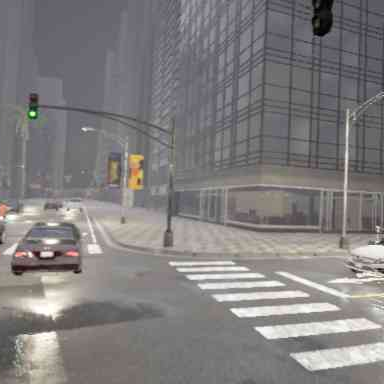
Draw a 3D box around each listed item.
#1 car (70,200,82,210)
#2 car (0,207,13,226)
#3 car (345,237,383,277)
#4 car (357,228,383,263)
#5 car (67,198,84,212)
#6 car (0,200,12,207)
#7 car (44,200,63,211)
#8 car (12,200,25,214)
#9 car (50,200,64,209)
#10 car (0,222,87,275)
[{"bbox_3d":[-20.944,2.293,60.140,1.882,1.535,5.008,3,-2,-18],"label":"car"},{"bbox_3d":[-8.536,1.500,12.794,1.837,1.490,4.892,3,-1,-18],"label":"car"},{"bbox_3d":[7.503,2.167,11.341,4.674,1.442,1.812,3,-2,-19],"label":"car"},{"bbox_3d":[9.979,2.432,15.125,4.313,1.339,1.947,3,-2,-19],"label":"car"},{"bbox_3d":[-17.598,1.887,50.109,2.150,2.045,5.566,3,-2,-18],"label":"car"},{"bbox_3d":[-17.367,1.385,28.571,2.097,1.767,4.553,3,-2,-18],"label":"car"},{"bbox_3d":[-20.758,1.974,49.284,1.882,1.535,5.008,3,-2,-18],"label":"car"},{"bbox_3d":[-20.482,1.665,38.153,2.128,1.511,4.902,3,-2,-18],"label":"car"},{"bbox_3d":[-24.067,2.208,59.229,1.994,1.385,4.181,3,-2,-18],"label":"car"},{"bbox_3d":[-4.488,1.675,10.864,2.033,1.411,5.357,3,-2,-18],"label":"car"}]
